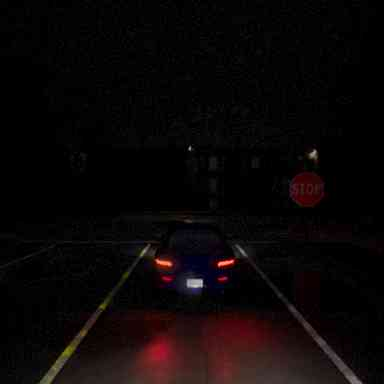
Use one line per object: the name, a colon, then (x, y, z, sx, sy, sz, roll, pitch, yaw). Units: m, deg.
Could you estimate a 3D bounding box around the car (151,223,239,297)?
car: (0.060, 1.502, 8.399, 1.812, 1.442, 4.674, 0, 0, 0)
